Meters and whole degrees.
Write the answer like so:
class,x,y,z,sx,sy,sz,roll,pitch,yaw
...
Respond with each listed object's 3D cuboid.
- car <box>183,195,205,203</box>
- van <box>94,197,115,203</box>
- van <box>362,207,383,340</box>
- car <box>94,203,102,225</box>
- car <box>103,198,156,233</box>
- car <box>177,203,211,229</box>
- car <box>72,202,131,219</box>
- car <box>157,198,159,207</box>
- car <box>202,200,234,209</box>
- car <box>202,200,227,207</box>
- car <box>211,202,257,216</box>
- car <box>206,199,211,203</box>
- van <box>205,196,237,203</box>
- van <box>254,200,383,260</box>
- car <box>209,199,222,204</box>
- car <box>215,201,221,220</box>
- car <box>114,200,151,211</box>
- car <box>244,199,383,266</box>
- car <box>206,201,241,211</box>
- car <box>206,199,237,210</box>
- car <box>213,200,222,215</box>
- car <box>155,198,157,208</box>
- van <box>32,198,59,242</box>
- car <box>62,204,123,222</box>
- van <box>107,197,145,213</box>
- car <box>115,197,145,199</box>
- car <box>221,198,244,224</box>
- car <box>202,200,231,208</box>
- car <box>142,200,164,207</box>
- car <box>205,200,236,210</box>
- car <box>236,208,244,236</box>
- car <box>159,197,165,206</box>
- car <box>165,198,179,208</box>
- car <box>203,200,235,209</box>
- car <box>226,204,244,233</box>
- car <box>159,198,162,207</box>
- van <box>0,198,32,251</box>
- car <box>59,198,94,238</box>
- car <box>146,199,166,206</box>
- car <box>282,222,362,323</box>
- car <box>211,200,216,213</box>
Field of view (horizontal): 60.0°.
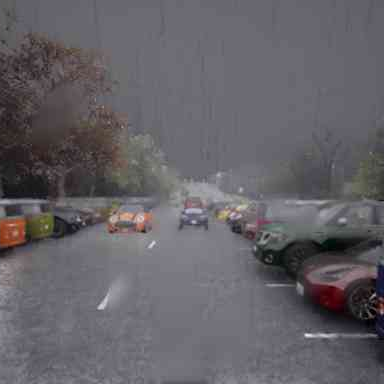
class,x,y,z,sx,sy,sz,roll,pitch,yaw
car,0.112,1.619,40.243,2.150,2.045,5.566,0,0,0
van,-8.645,1.461,25.946,4.442,1.987,1.878,0,-1,0
van,4.658,1.243,3.759,4.442,1.987,1.878,0,0,0
car,-8.525,1.615,20.528,5.008,1.535,2.097,0,-1,0
car,-3.623,1.469,20.244,2.097,1.767,4.553,0,0,0
car,0.125,1.692,22.566,1.812,1.442,4.674,0,-1,0
car,-8.521,1.761,31.607,5.008,1.535,2.097,0,-1,0
car,-8.545,2.138,56.403,4.792,1.488,2.163,0,-1,0
car,4.378,2.107,56.475,5.366,1.575,1.946,0,-1,0
car,4.562,2.346,67.574,4.892,1.521,2.231,0,-1,0
car,4.585,1.863,37.051,4.792,1.488,2.163,0,-1,0
car,4.587,1.936,42.603,4.792,1.488,2.163,0,-1,0
van,4.443,1.717,45.383,4.442,1.987,1.878,0,-1,0
van,4.662,1.279,12.071,4.442,1.987,1.878,0,-1,0
car,4.740,1.794,34.276,5.366,1.575,1.946,0,-1,0
car,4.737,1.684,25.948,5.366,1.575,1.946,0,-1,0
car,-8.525,1.980,48.227,5.008,1.535,2.097,0,-1,0
car,4.516,1.217,9.296,5.566,2.045,2.435,0,-1,0
car,4.531,2.009,48.156,4.792,1.488,2.163,0,-1,0
car,4.530,1.893,50.931,4.553,1.767,2.185,0,-1,0
car,4.558,1.725,28.724,4.892,1.521,2.231,0,-1,0
car,-8.546,2.091,53.764,4.792,1.488,2.163,0,-1,0
van,-8.650,1.315,14.866,4.442,1.987,1.878,0,-1,0
car,-8.530,1.763,28.712,4.674,1.452,2.002,0,-1,0
van,-8.405,1.681,42.691,4.442,1.987,1.878,0,-1,0
car,-8.496,1.583,37.152,5.566,2.045,2.435,0,-1,0
car,4.581,1.525,23.174,4.553,1.767,2.185,0,-1,0
car,4.753,2.281,64.799,5.366,1.575,1.946,0,-1,0
car,-8.506,2.506,73.143,4.674,1.452,2.002,0,-1,0
car,4.569,2.063,53.708,4.892,1.521,2.231,0,-1,0
car,4.544,1.581,14.844,4.674,1.452,2.002,0,-1,0
car,-8.541,2.033,64.842,5.566,2.045,2.435,0,-1,0
car,-3.505,2.242,61.764,1.837,1.490,4.892,0,-1,1
car,4.750,2.159,59.127,5.366,1.575,1.946,0,-1,0
car,4.553,1.577,17.620,5.008,1.535,2.097,0,-1,0
car,-8.485,2.253,62.067,4.792,1.488,2.163,0,-1,0
van,-8.651,1.280,12.221,4.442,1.987,1.878,0,-1,0
car,-8.504,1.326,17.636,5.566,2.045,2.435,0,-1,0
car,-8.538,2.459,78.561,4.553,1.767,2.185,0,-1,0
car,4.514,1.490,6.542,4.792,1.488,2.163,0,0,0
car,4.547,1.761,31.500,4.892,1.521,2.231,0,-1,0
